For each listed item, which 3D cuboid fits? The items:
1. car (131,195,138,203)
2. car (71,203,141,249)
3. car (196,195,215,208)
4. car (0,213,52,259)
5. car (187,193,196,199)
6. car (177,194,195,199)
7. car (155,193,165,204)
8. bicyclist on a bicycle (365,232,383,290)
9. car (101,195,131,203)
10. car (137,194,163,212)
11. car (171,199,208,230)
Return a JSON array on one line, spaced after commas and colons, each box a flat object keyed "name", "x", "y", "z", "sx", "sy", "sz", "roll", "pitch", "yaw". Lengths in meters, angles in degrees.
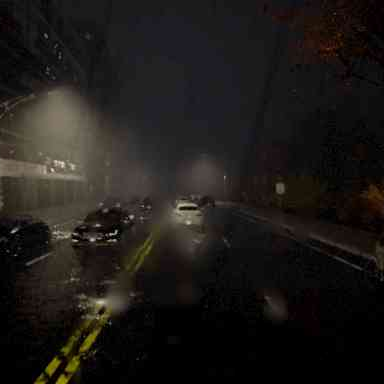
[{"name": "car", "x": -8.570, "y": 1.215, "z": 51.933, "sx": 2.033, "sy": 1.411, "sz": 5.357, "roll": 0, "pitch": 0, "yaw": -4}, {"name": "car", "x": -3.549, "y": 1.413, "z": 14.081, "sx": 1.837, "sy": 1.490, "sz": 4.892, "roll": 0, "pitch": 0, "yaw": -1}, {"name": "car", "x": 1.871, "y": 1.210, "z": 42.873, "sx": 1.837, "sy": 1.490, "sz": 4.892, "roll": 0, "pitch": 1, "yaw": -3}, {"name": "car", "x": -6.757, "y": 1.486, "z": 12.067, "sx": 1.994, "sy": 1.385, "sz": 4.181, "roll": 0, "pitch": 0, "yaw": -1}, {"name": "car", "x": 0.565, "y": 1.178, "z": 60.375, "sx": 1.895, "sy": 1.301, "sz": 4.718, "roll": 0, "pitch": 0, "yaw": -5}, {"name": "car", "x": -1.032, "y": 1.268, "z": 37.828, "sx": 1.812, "sy": 1.442, "sz": 4.674, "roll": 0, "pitch": 0, "yaw": -3}, {"name": "car", "x": -5.333, "y": 1.005, "z": 52.213, "sx": 2.097, "sy": 1.767, "sz": 4.553, "roll": 0, "pitch": 0, "yaw": -4}, {"name": "bicyclist on a bicycle", "x": 4.076, "y": 1.323, "z": 6.908, "sx": 0.659, "sy": 1.776, "sz": 1.843, "roll": 0, "pitch": 1, "yaw": -1}, {"name": "car", "x": -7.408, "y": 1.143, "z": 31.544, "sx": 2.097, "sy": 1.767, "sz": 4.553, "roll": 0, "pitch": 0, "yaw": -3}, {"name": "car", "x": -4.306, "y": 1.271, "z": 34.672, "sx": 1.837, "sy": 1.490, "sz": 4.892, "roll": 0, "pitch": 1, "yaw": -3}, {"name": "car", "x": -0.250, "y": 1.392, "z": 19.984, "sx": 1.812, "sy": 1.442, "sz": 4.674, "roll": 0, "pitch": 0, "yaw": -2}]
